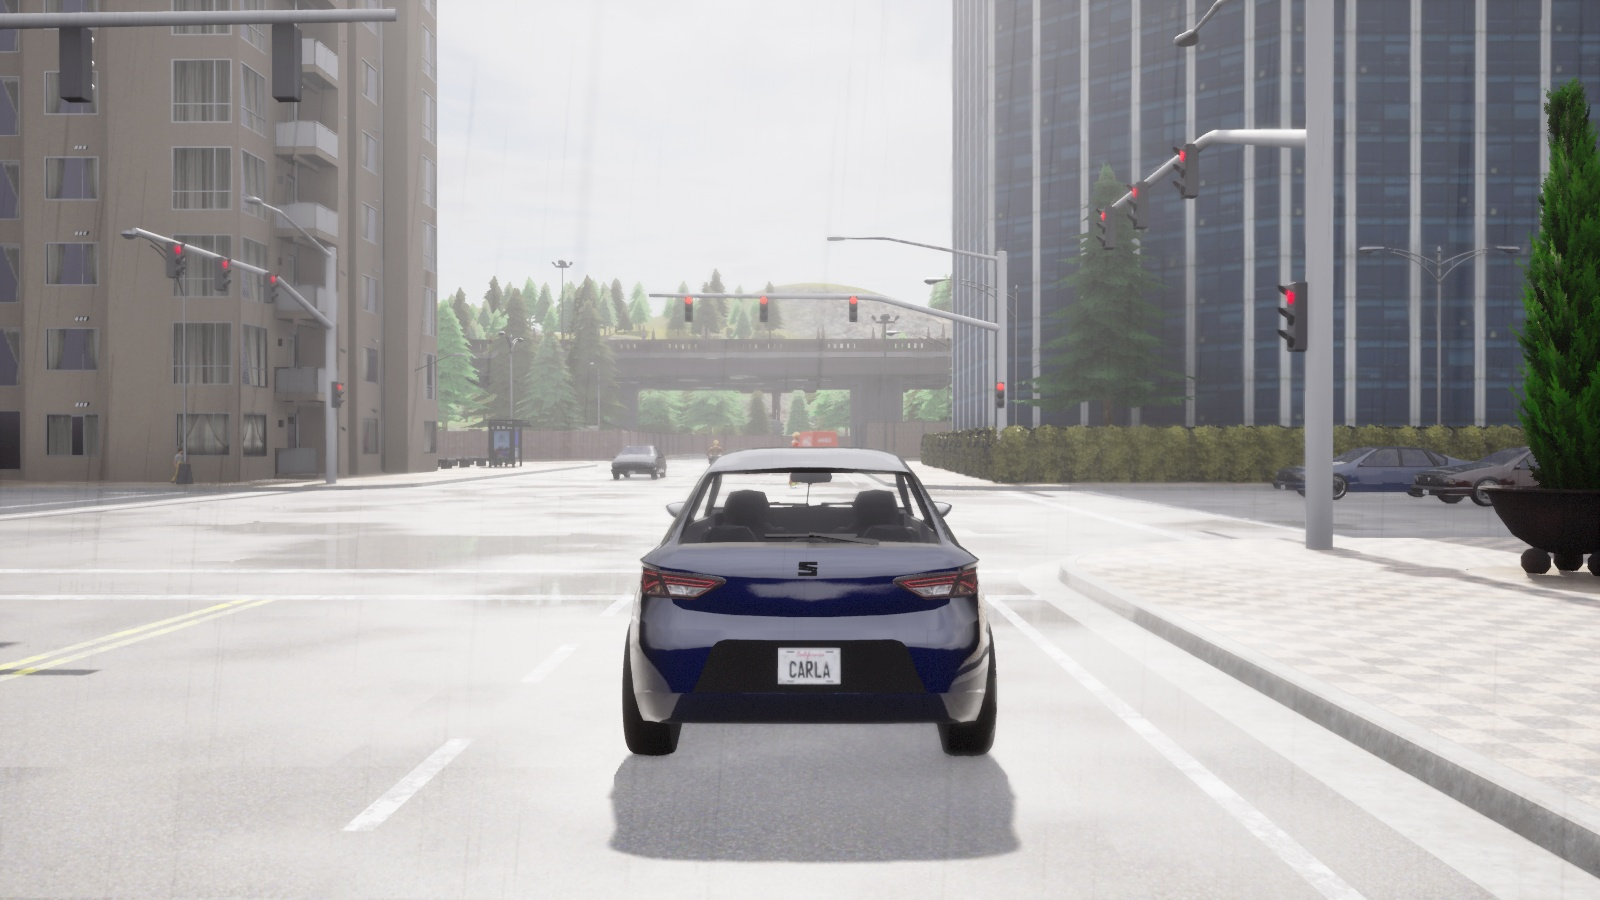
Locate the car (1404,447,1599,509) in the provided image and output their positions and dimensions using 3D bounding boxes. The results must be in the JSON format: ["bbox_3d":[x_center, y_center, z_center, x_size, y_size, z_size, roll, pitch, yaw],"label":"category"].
[{"bbox_3d":[17.599,0.639,29.991,5.357,1.411,2.033,0,0,0],"label":"car"}]

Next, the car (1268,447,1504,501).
[{"bbox_3d":[15.528,0.617,33.483,5.357,1.411,2.033,0,0,0],"label":"car"}]

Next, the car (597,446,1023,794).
[{"bbox_3d":[0.054,0.718,7.450,1.816,1.474,4.193,0,0,0],"label":"car"}]

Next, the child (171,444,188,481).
[{"bbox_3d":[-20.987,0.429,42.452,0.437,1.263,0.270,0,0,5],"label":"child"}]

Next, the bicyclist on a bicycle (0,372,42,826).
[{"bbox_3d":[-3.463,0.590,4.253,0.659,1.776,1.843,0,1,0],"label":"bicyclist on a bicycle"}]

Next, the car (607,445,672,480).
[{"bbox_3d":[-6.708,0.490,52.943,2.033,1.411,5.357,0,0,0],"label":"car"}]
